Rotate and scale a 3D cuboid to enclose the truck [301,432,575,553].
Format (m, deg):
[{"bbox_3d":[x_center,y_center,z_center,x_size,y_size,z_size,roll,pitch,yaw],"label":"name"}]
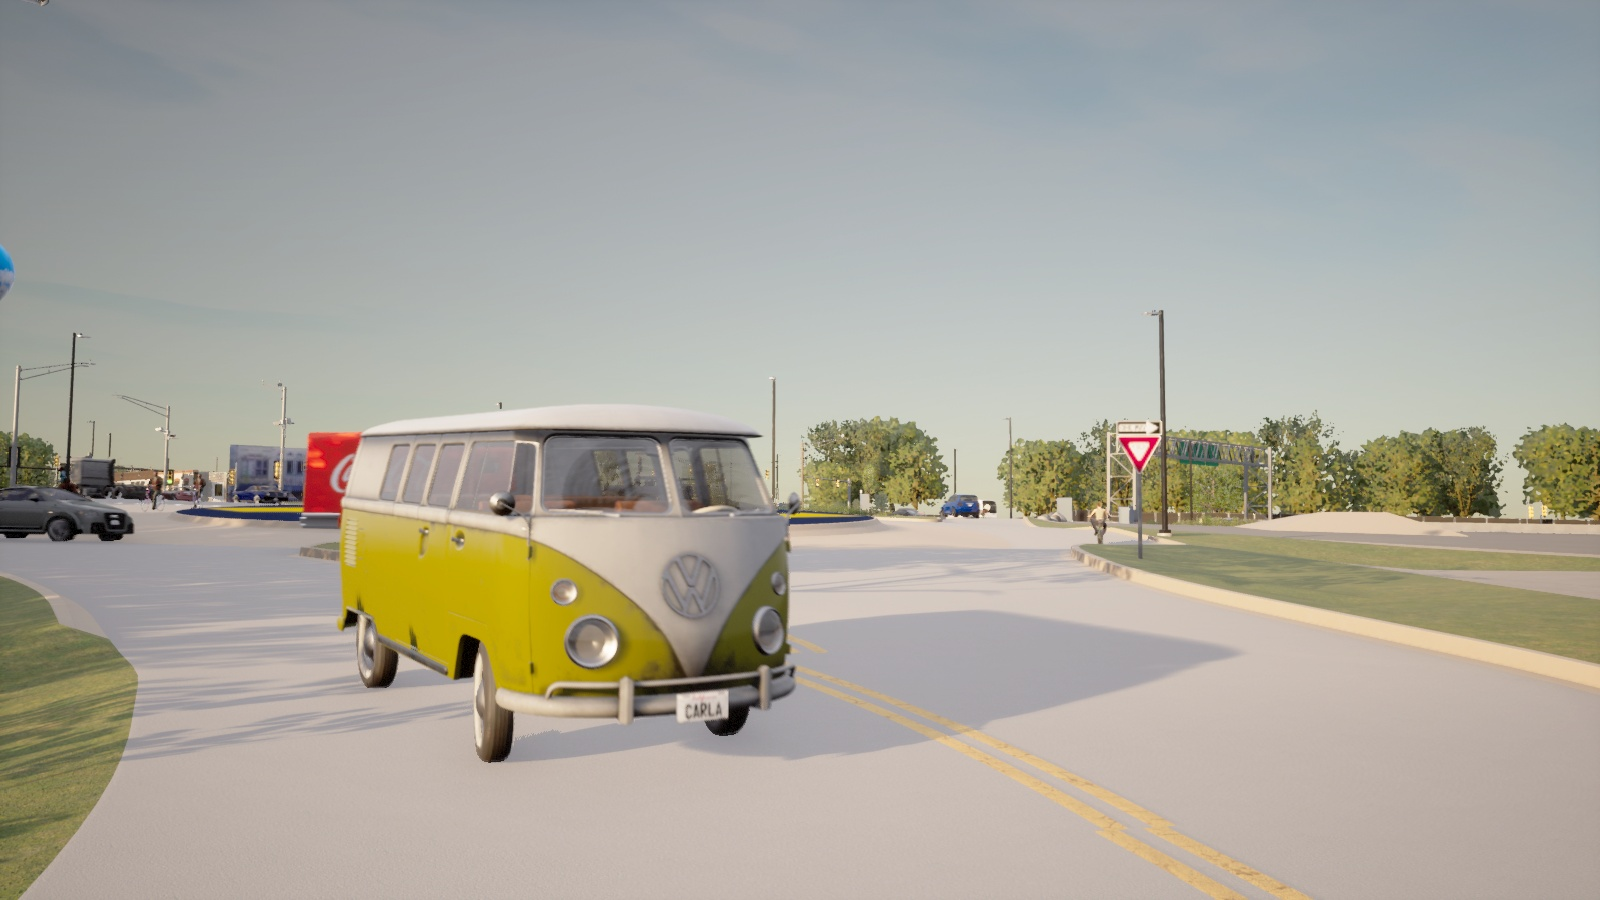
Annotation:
[{"bbox_3d":[-7.656,0.969,27.133,5.204,2.467,2.627,0,-4,-3],"label":"truck"}]

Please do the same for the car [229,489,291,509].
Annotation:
[{"bbox_3d":[-37.128,3.394,86.291,4.718,1.301,1.895,-2,-4,39],"label":"car"}]

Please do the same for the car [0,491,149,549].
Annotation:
[{"bbox_3d":[-19.174,1.781,31.973,4.181,1.385,1.994,0,-4,8],"label":"car"}]

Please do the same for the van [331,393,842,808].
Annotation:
[{"bbox_3d":[-1.706,0.745,8.365,1.775,1.987,4.442,1,-1,-32],"label":"van"}]

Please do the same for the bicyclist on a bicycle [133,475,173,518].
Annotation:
[{"bbox_3d":[-27.785,1.998,53.934,0.659,1.776,1.843,-1,-2,3],"label":"bicyclist on a bicycle"}]
